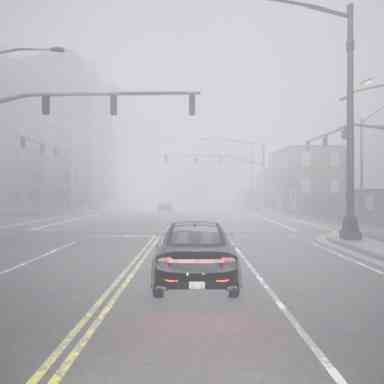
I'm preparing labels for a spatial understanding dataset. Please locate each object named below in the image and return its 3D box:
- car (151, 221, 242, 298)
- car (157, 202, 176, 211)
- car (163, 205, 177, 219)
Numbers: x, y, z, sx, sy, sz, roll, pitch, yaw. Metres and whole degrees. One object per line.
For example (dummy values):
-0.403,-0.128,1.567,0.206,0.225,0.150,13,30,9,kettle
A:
0.075,1.489,8.500,2.128,1.511,4.902,0,0,0,car
-3.599,2.042,45.437,1.994,1.385,4.181,0,-4,0,car
-3.598,3.290,54.572,1.882,1.535,5.008,0,-11,0,car
